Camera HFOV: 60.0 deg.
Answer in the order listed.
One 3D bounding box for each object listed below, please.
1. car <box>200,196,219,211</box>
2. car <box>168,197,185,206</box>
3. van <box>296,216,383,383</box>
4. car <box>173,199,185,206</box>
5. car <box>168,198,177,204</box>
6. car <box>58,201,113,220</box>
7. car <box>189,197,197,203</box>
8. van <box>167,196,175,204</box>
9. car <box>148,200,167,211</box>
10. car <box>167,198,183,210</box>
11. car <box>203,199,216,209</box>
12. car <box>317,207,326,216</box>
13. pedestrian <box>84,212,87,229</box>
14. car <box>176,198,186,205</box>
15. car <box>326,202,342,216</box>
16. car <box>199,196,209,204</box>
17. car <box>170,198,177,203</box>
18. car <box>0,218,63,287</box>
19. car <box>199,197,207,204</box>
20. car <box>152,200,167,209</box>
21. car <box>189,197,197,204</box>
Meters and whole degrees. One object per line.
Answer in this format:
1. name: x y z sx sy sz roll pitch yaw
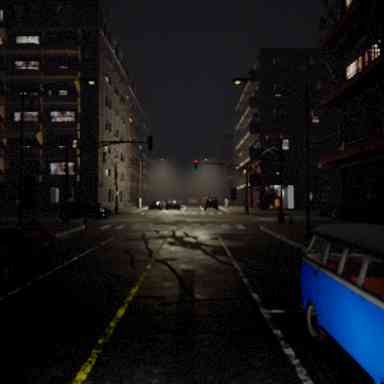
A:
1. car: 2.730 1.660 47.653 2.192 1.841 5.009 1 0 0
2. car: -2.658 1.919 56.770 1.837 1.490 4.892 0 0 0
3. van: 2.561 1.370 3.942 1.690 1.788 3.998 1 0 0
4. car: -2.574 2.065 66.703 1.994 1.385 4.181 0 -1 1
5. car: -5.036 2.268 86.561 2.008 1.369 4.403 1 -1 0
6. car: -9.261 1.544 29.212 4.553 1.767 2.097 0 -1 12
7. car: 0.271 2.088 87.668 2.128 1.511 4.902 0 -1 0
8. van: -5.049 1.991 80.998 1.690 1.788 3.998 1 -1 0
9. car: -5.154 1.910 47.630 1.947 1.339 4.313 1 0 0
10. car: -2.694 1.910 47.890 1.994 1.385 4.181 0 0 0
11. car: 2.744 1.914 53.380 1.752 1.417 4.829 1 0 0
12. car: 14.949 1.705 32.747 5.008 1.535 1.882 0 -2 1
13. pedestrian: -6.821 1.829 21.302 0.500 1.100 0.500 1 -2 0
14. car: -2.512 2.144 77.064 2.033 1.411 5.357 0 -1 0
15. car: 13.826 1.630 27.337 4.403 1.369 2.008 0 -1 0
16. car: 2.830 1.966 81.010 2.192 1.841 5.009 1 -1 0
17. car: -5.019 2.310 91.953 1.752 1.417 4.829 1 -1 0
18. car: -5.274 1.650 9.551 1.802 1.307 4.206 1 0 0
19. car: 2.845 2.158 86.573 1.967 1.590 4.097 1 -1 0
20. car: -5.137 1.952 53.191 1.947 1.339 4.313 1 0 0
21. car: 0.238 2.077 77.243 1.882 1.535 5.008 0 -1 0
